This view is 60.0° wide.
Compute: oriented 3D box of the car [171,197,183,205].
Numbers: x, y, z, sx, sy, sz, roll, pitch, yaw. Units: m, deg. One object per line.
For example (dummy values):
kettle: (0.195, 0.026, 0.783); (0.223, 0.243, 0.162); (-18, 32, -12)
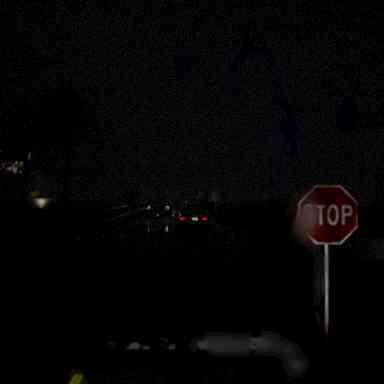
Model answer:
car: (-2.873, 1.678, 64.379); (2.033, 1.411, 5.357); (0, 0, 0)

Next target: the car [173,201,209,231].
car: (0.080, 1.553, 20.899); (2.033, 1.411, 5.357); (0, 0, 0)

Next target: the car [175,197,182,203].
car: (-2.921, 1.550, 45.589); (2.128, 1.511, 4.902); (0, 0, 0)

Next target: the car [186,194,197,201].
car: (-0.106, 1.621, 60.863); (1.837, 1.490, 4.892); (0, 0, 0)

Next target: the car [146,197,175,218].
car: (-2.902, 1.373, 30.226); (2.097, 1.767, 4.553); (0, 0, 0)
